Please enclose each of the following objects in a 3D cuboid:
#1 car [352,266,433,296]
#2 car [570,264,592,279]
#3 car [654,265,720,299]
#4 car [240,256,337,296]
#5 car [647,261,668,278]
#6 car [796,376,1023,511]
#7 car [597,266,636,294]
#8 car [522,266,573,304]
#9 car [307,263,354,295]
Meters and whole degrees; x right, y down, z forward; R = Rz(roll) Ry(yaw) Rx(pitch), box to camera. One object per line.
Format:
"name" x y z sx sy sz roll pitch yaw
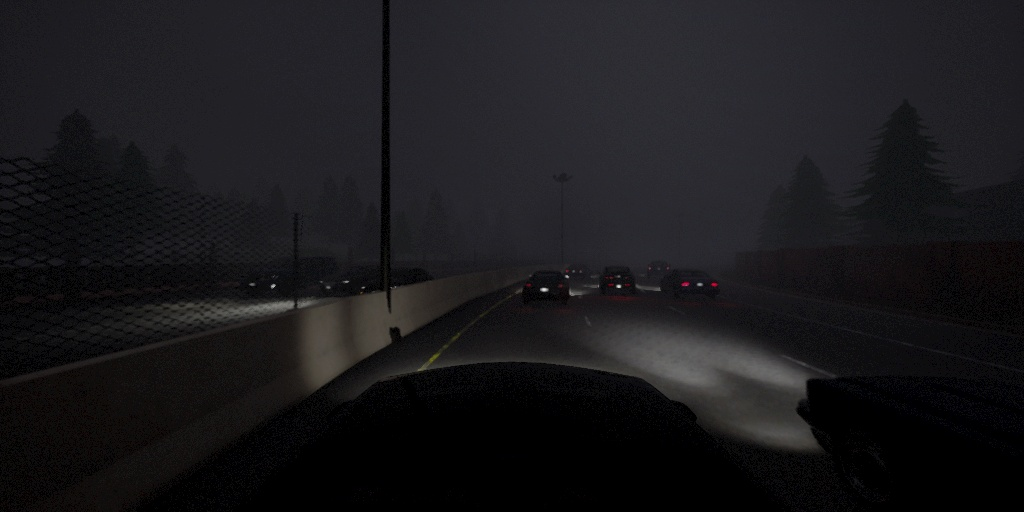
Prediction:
"car" -5.469 1.306 17.682 1.837 1.490 4.892 0 0 10
"car" 6.350 1.416 33.996 2.033 1.411 5.357 0 0 21
"car" 9.131 1.366 18.813 2.033 1.411 5.357 0 0 13
"car" -12.136 1.024 20.228 2.150 2.045 5.566 0 0 11
"car" 14.524 1.234 35.357 2.097 1.767 4.553 0 0 23
"car" 3.646 1.353 1.268 1.895 1.301 4.718 0 0 1
"car" 6.118 1.328 21.055 1.837 1.490 4.892 0 0 13
"car" 1.678 1.368 16.720 1.994 1.385 4.181 0 0 10
"car" -8.573 1.298 20.067 2.128 1.511 4.902 0 0 12
